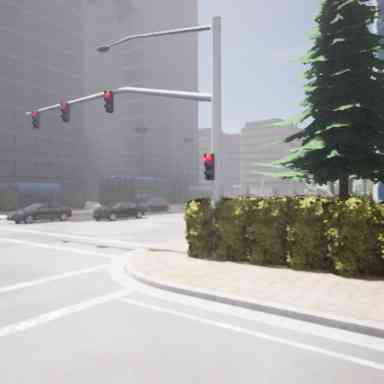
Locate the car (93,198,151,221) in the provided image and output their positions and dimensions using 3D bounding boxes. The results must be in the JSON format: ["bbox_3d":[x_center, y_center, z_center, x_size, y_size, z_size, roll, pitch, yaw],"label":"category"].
[{"bbox_3d":[-6.154,1.597,28.467,1.882,1.535,5.008,0,0,35],"label":"car"}]

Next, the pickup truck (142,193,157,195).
[{"bbox_3d":[-7.153,1.270,55.782,6.274,2.098,2.390,0,0,-24],"label":"pickup truck"}]

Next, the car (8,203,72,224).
[{"bbox_3d":[-11.916,1.643,26.345,1.837,1.490,4.892,0,0,35],"label":"car"}]

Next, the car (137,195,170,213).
[{"bbox_3d":[-4.512,1.491,36.891,2.097,1.767,4.553,0,0,35],"label":"car"}]

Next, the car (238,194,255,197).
[{"bbox_3d":[8.747,1.354,55.591,2.150,2.045,5.566,0,0,35],"label":"car"}]
